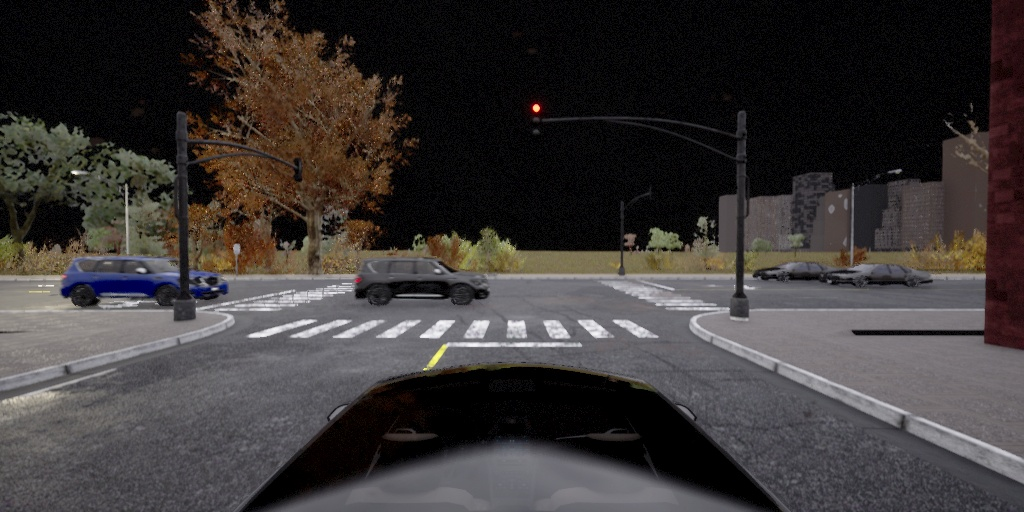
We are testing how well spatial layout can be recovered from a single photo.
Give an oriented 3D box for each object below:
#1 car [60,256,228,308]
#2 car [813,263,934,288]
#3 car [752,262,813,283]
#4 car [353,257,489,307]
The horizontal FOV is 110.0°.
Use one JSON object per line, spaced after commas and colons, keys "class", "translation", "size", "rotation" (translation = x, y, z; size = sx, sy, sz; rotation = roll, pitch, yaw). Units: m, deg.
{"class": "car", "translation": [-15.324, 1.033, 15.108], "size": [5.566, 2.045, 2.150], "rotation": [0, 1, -1]}
{"class": "car", "translation": [21.812, 1.158, 21.561], "size": [5.357, 1.411, 2.033], "rotation": [0, 1, 1]}
{"class": "car", "translation": [19.837, 1.102, 24.851], "size": [5.357, 1.411, 2.033], "rotation": [0, 1, 1]}
{"class": "car", "translation": [-3.756, 1.074, 15.213], "size": [5.566, 2.045, 2.150], "rotation": [0, 1, 0]}
